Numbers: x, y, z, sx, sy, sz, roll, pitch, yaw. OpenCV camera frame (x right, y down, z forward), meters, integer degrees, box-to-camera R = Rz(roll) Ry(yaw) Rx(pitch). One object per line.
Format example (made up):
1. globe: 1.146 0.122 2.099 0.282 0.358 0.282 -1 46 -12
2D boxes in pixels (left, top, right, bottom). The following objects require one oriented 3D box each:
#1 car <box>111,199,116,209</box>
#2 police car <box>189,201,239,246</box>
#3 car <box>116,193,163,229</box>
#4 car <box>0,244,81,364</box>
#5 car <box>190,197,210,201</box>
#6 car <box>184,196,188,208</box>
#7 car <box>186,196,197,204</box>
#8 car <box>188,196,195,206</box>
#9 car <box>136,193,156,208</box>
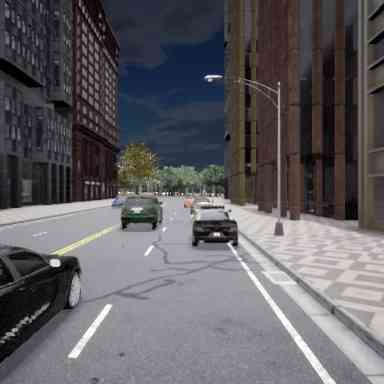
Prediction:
1. car: -9.947 1.485 46.718 1.882 1.535 5.008 0 0 0
2. police car: 0.944 1.428 15.341 1.930 1.638 5.238 0 0 0
3. car: -3.195 1.227 21.976 2.150 2.045 5.566 0 0 0
4. car: -3.156 1.478 4.755 1.882 1.535 5.008 0 0 0
5. car: 0.921 1.460 25.421 1.801 1.575 5.366 0 0 0
6. car: -0.108 1.359 49.676 2.097 1.767 4.553 0 0 0
7. car: -0.146 1.556 65.582 2.033 1.411 5.357 0 0 0
8. car: 0.908 1.357 31.202 2.097 1.767 4.553 0 0 0
9. car: -6.703 1.225 48.901 2.150 2.045 5.566 0 0 0
